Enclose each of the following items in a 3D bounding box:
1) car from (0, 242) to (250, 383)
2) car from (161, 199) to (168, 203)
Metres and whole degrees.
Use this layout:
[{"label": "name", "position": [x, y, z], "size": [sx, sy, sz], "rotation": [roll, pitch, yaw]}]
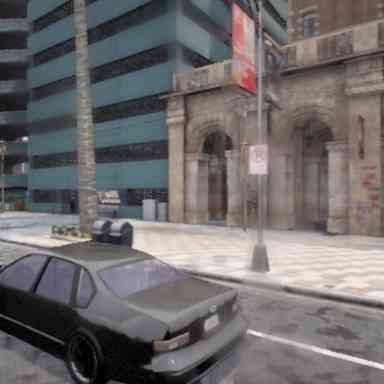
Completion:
[{"label": "car", "position": [-1.818, 1.555, 5.288], "size": [5.357, 1.411, 2.033], "rotation": [0, 0, 35]}, {"label": "car", "position": [-0.806, 1.061, 30.626], "size": [5.566, 2.045, 2.435], "rotation": [0, 0, 36]}]
